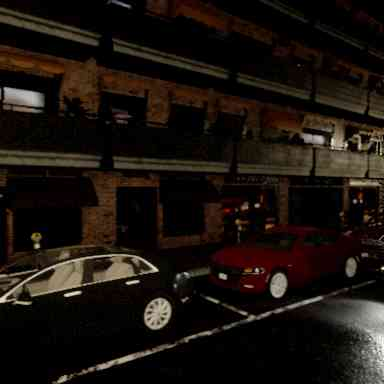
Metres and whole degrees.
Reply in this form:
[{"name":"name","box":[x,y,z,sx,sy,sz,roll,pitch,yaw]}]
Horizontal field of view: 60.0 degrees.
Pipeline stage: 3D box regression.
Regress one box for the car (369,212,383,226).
[{"name":"car","box":[6.983,1.423,11.551,4.097,1.590,1.967,0,0,-36]}]

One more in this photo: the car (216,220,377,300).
[{"name":"car","box":[2.484,1.535,8.339,4.507,1.381,1.887,0,0,-36]}]

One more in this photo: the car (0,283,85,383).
[{"name":"car","box":[-2.984,1.603,1.245,4.718,1.301,1.895,0,0,-36]}]

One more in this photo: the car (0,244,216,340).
[{"name":"car","box":[-2.013,1.549,5.129,4.403,1.369,2.008,0,0,-36]}]

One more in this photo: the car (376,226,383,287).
[{"name":"car","box":[6.533,1.534,7.919,5.357,1.411,2.033,0,0,-36]}]
